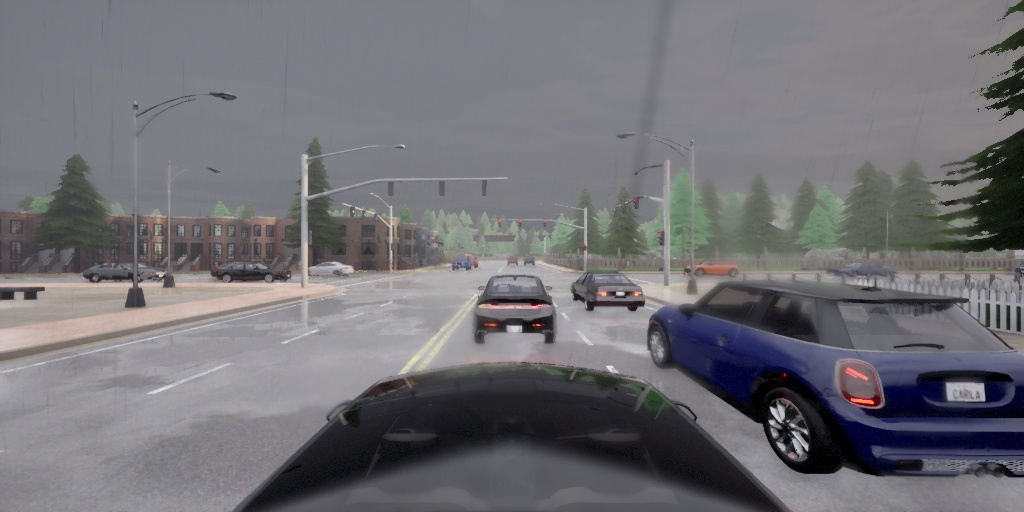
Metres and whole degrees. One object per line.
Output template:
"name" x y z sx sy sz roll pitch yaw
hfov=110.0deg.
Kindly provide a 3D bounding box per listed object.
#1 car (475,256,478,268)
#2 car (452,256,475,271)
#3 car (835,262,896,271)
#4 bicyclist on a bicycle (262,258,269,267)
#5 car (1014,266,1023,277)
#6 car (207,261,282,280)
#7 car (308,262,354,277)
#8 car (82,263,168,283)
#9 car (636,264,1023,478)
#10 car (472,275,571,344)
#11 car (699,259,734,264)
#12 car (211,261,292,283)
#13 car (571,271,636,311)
"car" -6.938 0.971 60.513 2.150 2.045 5.566 0 0 0
"car" -6.966 0.971 50.288 2.150 2.045 5.566 0 0 1
"car" 33.050 1.297 33.925 5.357 1.411 2.033 0 0 0
"bicyclist on a bicycle" -28.730 1.053 41.699 0.582 1.620 1.656 0 0 -1
"car" 50.652 1.230 33.780 5.008 1.535 1.882 0 0 0
"car" -22.808 1.228 30.683 5.008 1.535 1.882 0 0 -1
"car" -17.702 1.275 34.470 4.674 1.442 1.812 0 0 0
"car" -28.996 1.241 26.975 4.902 1.511 2.128 0 0 -4
"car" 3.609 1.102 4.973 2.097 1.767 4.553 0 0 0
"car" 0.080 1.242 9.566 2.128 1.511 4.902 0 0 1
"car" 18.778 1.102 33.971 4.553 1.767 2.097 0 0 0
"car" -19.499 1.228 27.245 5.008 1.535 1.882 0 0 -1
"car" 3.611 1.297 14.391 2.033 1.411 5.357 0 0 1
